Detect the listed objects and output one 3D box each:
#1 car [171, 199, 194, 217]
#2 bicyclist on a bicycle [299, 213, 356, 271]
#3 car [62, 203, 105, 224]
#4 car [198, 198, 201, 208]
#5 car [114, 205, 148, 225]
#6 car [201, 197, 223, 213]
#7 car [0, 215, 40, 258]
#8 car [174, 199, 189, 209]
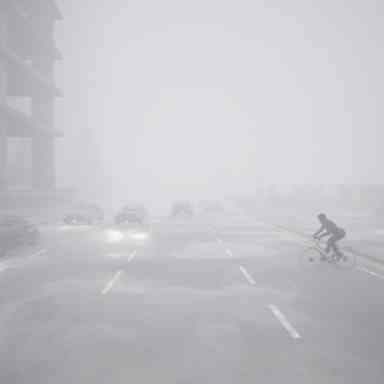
[{"bbox_3d":[-0.918,1.497,31.369,1.837,1.490,4.892,0,-1,-2],"label":"car"},{"bbox_3d":[3.868,1.438,9.478,1.656,1.620,0.582,-1,0,-2],"label":"bicyclist on a bicycle"},{"bbox_3d":[-7.889,1.543,24.755,2.033,1.411,5.357,0,0,-2],"label":"car"},{"bbox_3d":[1.938,1.469,49.029,1.882,1.535,5.008,0,0,-1],"label":"car"},{"bbox_3d":[-4.289,1.597,23.886,1.895,1.301,4.718,0,0,-1],"label":"car"},{"bbox_3d":[2.353,1.558,37.057,1.994,1.385,4.181,0,0,-1],"label":"car"},{"bbox_3d":[-7.484,1.563,12.574,1.994,1.385,4.181,0,0,-2],"label":"car"},{"bbox_3d":[-1.402,1.593,45.490,1.895,1.301,4.718,0,0,-2],"label":"car"}]
